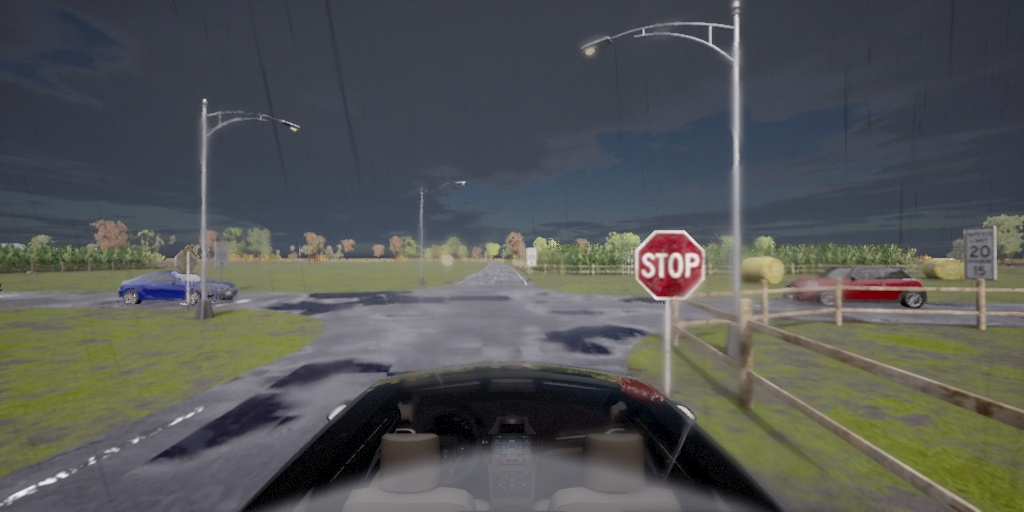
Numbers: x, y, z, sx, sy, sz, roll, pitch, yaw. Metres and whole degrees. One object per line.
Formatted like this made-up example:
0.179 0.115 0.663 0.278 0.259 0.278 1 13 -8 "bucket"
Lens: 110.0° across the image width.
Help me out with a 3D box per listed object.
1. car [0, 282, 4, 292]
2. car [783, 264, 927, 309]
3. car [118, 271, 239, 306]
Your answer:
-27.139 1.482 16.723 4.718 1.301 1.895 0 0 1 "car"
14.633 1.232 15.592 4.553 1.767 2.097 0 0 10 "car"
-15.034 1.406 16.223 4.674 1.442 1.812 0 0 3 "car"
